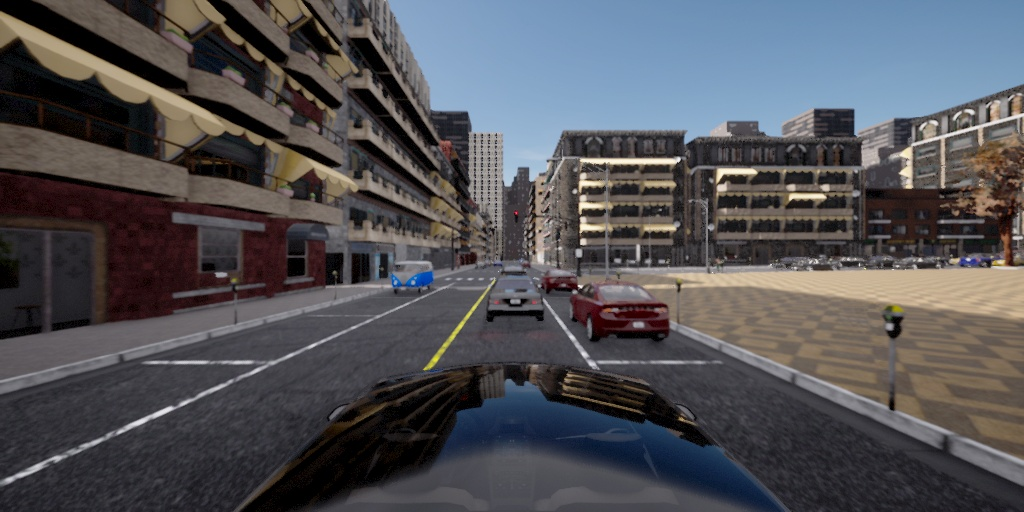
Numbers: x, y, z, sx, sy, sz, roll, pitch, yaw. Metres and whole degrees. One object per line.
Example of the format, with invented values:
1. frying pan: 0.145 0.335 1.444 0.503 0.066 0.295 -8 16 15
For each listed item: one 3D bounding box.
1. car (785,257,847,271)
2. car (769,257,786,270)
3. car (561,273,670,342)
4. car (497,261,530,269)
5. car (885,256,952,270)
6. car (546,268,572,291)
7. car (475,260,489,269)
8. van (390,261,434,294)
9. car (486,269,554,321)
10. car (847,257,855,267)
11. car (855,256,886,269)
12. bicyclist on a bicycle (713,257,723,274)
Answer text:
1. car: 32.460 0.987 38.338 4.403 1.370 2.007 0 0 -1
2. car: 34.384 0.880 44.144 4.902 1.511 2.128 -1 0 -1
3. car: 2.685 1.335 9.821 1.888 1.381 4.507 0 0 0
4. car: 0.089 1.353 26.082 1.882 1.535 5.008 0 0 0
5. car: 43.597 0.812 38.501 4.403 1.370 2.007 0 0 -1
6. car: 2.680 1.392 20.872 1.888 1.381 4.507 0 0 0
7. car: -5.721 1.642 64.344 2.007 1.370 4.403 0 0 0
8. van: -5.701 1.189 20.869 1.690 1.789 3.998 0 0 0
9. car: 0.097 1.353 12.701 2.033 1.411 5.357 0 0 0
10. car: 43.475 0.788 46.881 4.403 1.370 2.007 0 0 -1
11. car: 43.126 0.751 41.149 4.902 1.511 2.128 -1 0 0
12. bicyclist on a bicycle: 20.228 0.939 35.209 0.582 1.620 1.656 -1 0 -1
